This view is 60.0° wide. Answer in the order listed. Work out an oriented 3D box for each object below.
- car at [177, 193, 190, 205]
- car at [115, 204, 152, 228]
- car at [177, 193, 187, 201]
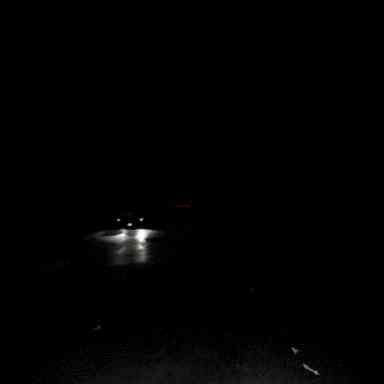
[{"bbox_3d":[-1.373,1.085,50.706,1.882,1.535,5.008,-1,0,-2],"label":"car"},{"bbox_3d":[-3.681,1.489,21.933,2.033,1.411,5.357,-1,0,-2],"label":"car"},{"bbox_3d":[-1.979,0.919,67.864,1.837,1.490,4.892,-1,0,-1],"label":"car"}]
